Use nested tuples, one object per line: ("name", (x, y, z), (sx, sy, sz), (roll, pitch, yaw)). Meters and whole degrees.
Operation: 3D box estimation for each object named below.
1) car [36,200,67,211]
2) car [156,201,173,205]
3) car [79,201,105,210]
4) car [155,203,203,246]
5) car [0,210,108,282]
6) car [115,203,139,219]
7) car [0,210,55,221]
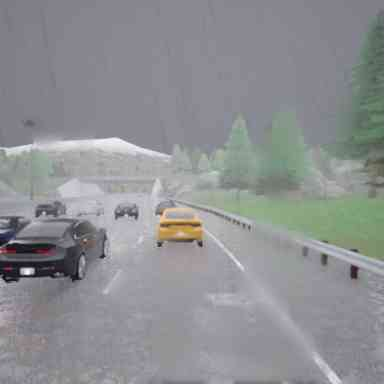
("car", (-12.920, 1.523, 30.706), (1.837, 1.490, 4.892), (0, 0, -8))
("car", (-2.397, 1.563, 31.221), (1.994, 1.385, 4.181), (0, 0, -8))
("car", (-9.536, 1.538, 31.640), (1.812, 1.442, 4.674), (0, 0, -8))
("car", (-0.608, 1.476, 15.343), (1.882, 1.535, 5.008), (0, 0, -4))
("car", (-3.762, 1.510, 9.794), (1.837, 1.490, 4.892), (0, 0, -3))
("car", (-5.617, 1.606, 29.098), (1.895, 1.301, 4.718), (0, 0, -8))
("car", (-7.474, 1.612, 13.533), (1.895, 1.301, 4.718), (0, 0, -4))
